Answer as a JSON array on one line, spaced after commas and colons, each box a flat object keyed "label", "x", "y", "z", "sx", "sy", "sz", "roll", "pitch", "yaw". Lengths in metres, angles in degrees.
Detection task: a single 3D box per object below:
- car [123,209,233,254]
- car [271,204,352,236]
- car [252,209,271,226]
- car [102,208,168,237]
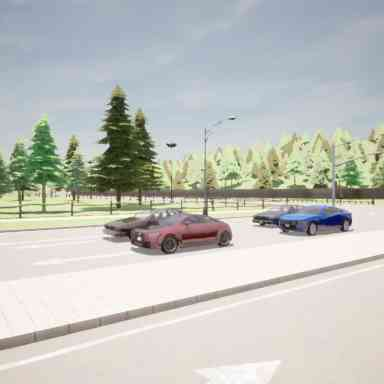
[{"label": "car", "x": -0.345, "y": 1.564, "z": 13.546, "sx": 4.181, "sy": 1.385, "sz": 1.994, "roll": 0, "pitch": 0, "yaw": -36}, {"label": "car", "x": 6.990, "y": 1.478, "z": 18.700, "sx": 5.008, "sy": 1.535, "sz": 1.882, "roll": 0, "pitch": 0, "yaw": -35}, {"label": "car", "x": 6.531, "y": 1.547, "z": 22.643, "sx": 5.357, "sy": 1.411, "sz": 2.033, "roll": 0, "pitch": 0, "yaw": -35}, {"label": "car", "x": -1.705, "y": 1.547, "z": 16.869, "sx": 5.357, "sy": 1.411, "sz": 2.033, "roll": 0, "pitch": 0, "yaw": -35}]
